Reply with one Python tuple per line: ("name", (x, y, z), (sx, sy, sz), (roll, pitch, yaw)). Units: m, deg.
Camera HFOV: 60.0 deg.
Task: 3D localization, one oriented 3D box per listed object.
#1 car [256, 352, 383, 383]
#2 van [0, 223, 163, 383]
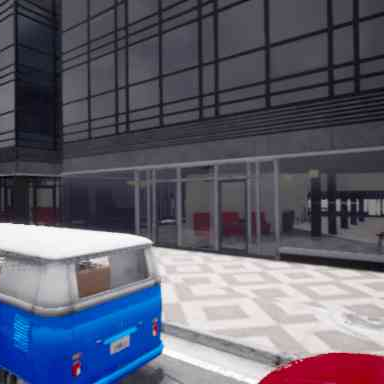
("car", (2.295, 1.532, 1.329), (4.507, 1.381, 1.887), (-1, -1, 36))
("van", (-2.265, 1.391, 4.586), (3.998, 1.788, 1.690), (-1, -1, 36))
